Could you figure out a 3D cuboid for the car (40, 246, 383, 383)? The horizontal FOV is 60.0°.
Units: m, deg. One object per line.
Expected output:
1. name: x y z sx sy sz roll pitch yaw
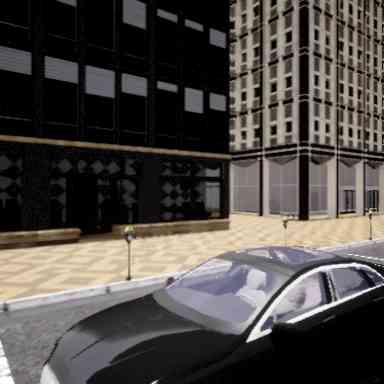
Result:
1. car: 0.864 1.491 3.979 4.902 1.511 2.128 0 0 -35
